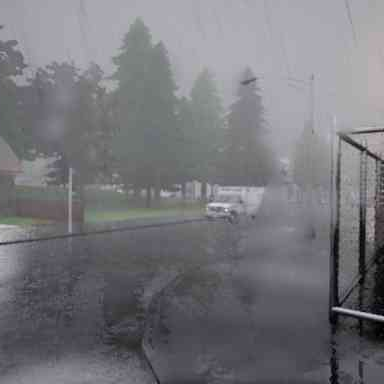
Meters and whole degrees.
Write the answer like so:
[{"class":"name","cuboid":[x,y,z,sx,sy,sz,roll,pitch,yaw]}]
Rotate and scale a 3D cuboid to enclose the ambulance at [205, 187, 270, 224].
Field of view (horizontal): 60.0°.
[{"class":"ambulance","cuboid":[3.374,0.862,24.138,2.351,2.431,6.366,1,1,36]}]
